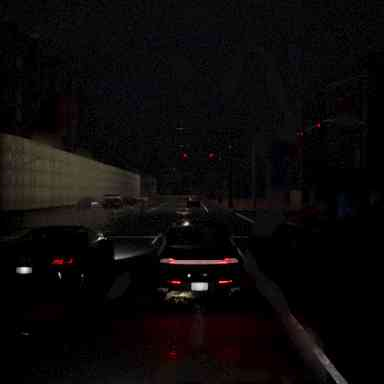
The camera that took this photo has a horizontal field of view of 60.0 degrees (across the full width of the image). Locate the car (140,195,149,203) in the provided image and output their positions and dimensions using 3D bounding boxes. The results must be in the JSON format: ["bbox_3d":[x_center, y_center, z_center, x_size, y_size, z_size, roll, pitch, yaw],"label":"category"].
[{"bbox_3d":[-10.345,1.476,70.192,1.882,1.535,5.008,0,0,0],"label":"car"}]

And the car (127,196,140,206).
[{"bbox_3d":[-10.459,1.600,55.543,1.895,1.301,4.718,0,0,0],"label":"car"}]

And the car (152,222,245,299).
[{"bbox_3d":[0.103,1.491,8.425,2.128,1.511,4.902,0,0,-1],"label":"car"}]

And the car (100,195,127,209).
[{"bbox_3d":[-10.493,1.525,44.738,1.812,1.442,4.674,0,0,0],"label":"car"}]

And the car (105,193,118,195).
[{"bbox_3d":[-13.948,1.217,56.989,2.150,2.045,5.566,0,0,2],"label":"car"}]

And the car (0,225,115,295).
[{"bbox_3d":[-3.405,1.564,8.782,1.994,1.385,4.181,0,0,0],"label":"car"}]

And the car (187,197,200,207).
[{"bbox_3d":[0.211,1.491,50.310,2.128,1.511,4.902,0,0,0],"label":"car"}]

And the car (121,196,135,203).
[{"bbox_3d":[-13.840,1.537,72.374,2.033,1.411,5.357,0,0,0],"label":"car"}]

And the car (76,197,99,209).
[{"bbox_3d":[-13.992,1.504,44.775,1.837,1.490,4.892,0,0,0],"label":"car"}]

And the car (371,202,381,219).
[{"bbox_3d":[17.035,1.491,28.583,4.902,1.511,2.128,0,0,0],"label":"car"}]
